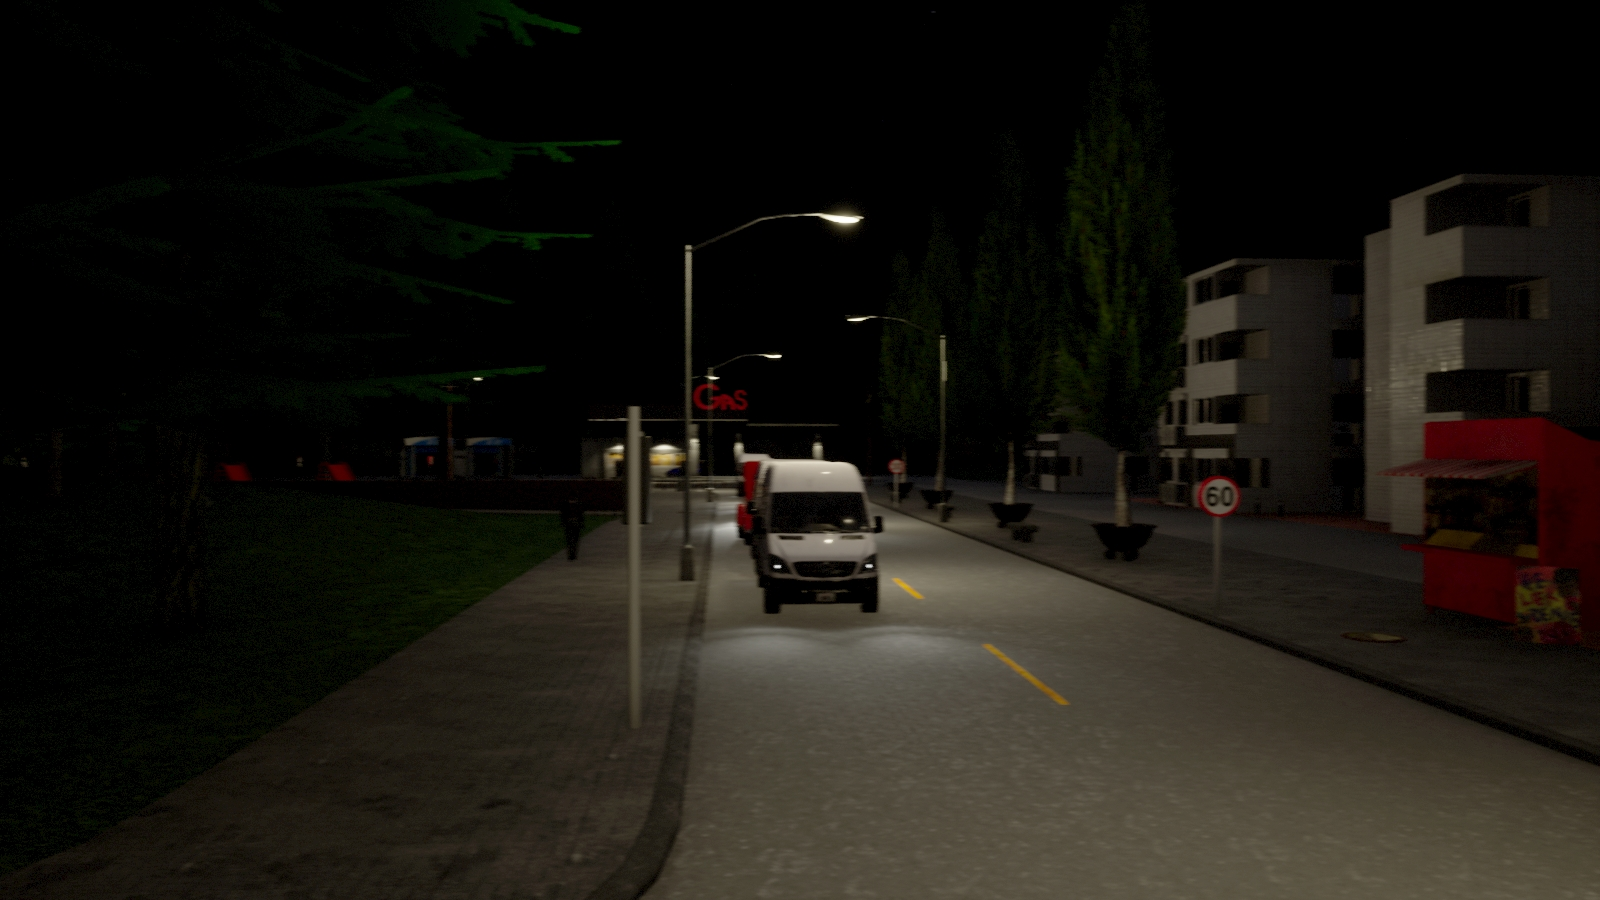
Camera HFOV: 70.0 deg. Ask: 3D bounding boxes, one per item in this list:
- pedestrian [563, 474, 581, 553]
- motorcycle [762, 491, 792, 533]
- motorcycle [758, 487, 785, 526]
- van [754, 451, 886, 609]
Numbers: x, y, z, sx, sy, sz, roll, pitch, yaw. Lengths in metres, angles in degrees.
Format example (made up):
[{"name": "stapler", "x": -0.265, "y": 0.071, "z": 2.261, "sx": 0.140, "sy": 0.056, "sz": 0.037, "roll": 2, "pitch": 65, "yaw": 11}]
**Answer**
[{"name": "pedestrian", "x": -5.464, "y": 1.518, "z": 27.442, "sx": 0.375, "sy": 1.860, "sz": 0.375, "roll": 0, "pitch": 0, "yaw": -4}, {"name": "motorcycle", "x": -0.739, "y": 1.949, "z": 36.334, "sx": 0.856, "sy": 1.236, "sz": 1.805, "roll": 0, "pitch": 0, "yaw": -4}, {"name": "motorcycle", "x": -1.026, "y": 1.971, "z": 40.415, "sx": 0.867, "sy": 1.251, "sz": 2.209, "roll": 0, "pitch": 0, "yaw": -4}, {"name": "van", "x": 0.212, "y": 1.307, "z": 21.577, "sx": 1.988, "sy": 2.561, "sz": 5.915, "roll": 0, "pitch": 0, "yaw": -4}]
